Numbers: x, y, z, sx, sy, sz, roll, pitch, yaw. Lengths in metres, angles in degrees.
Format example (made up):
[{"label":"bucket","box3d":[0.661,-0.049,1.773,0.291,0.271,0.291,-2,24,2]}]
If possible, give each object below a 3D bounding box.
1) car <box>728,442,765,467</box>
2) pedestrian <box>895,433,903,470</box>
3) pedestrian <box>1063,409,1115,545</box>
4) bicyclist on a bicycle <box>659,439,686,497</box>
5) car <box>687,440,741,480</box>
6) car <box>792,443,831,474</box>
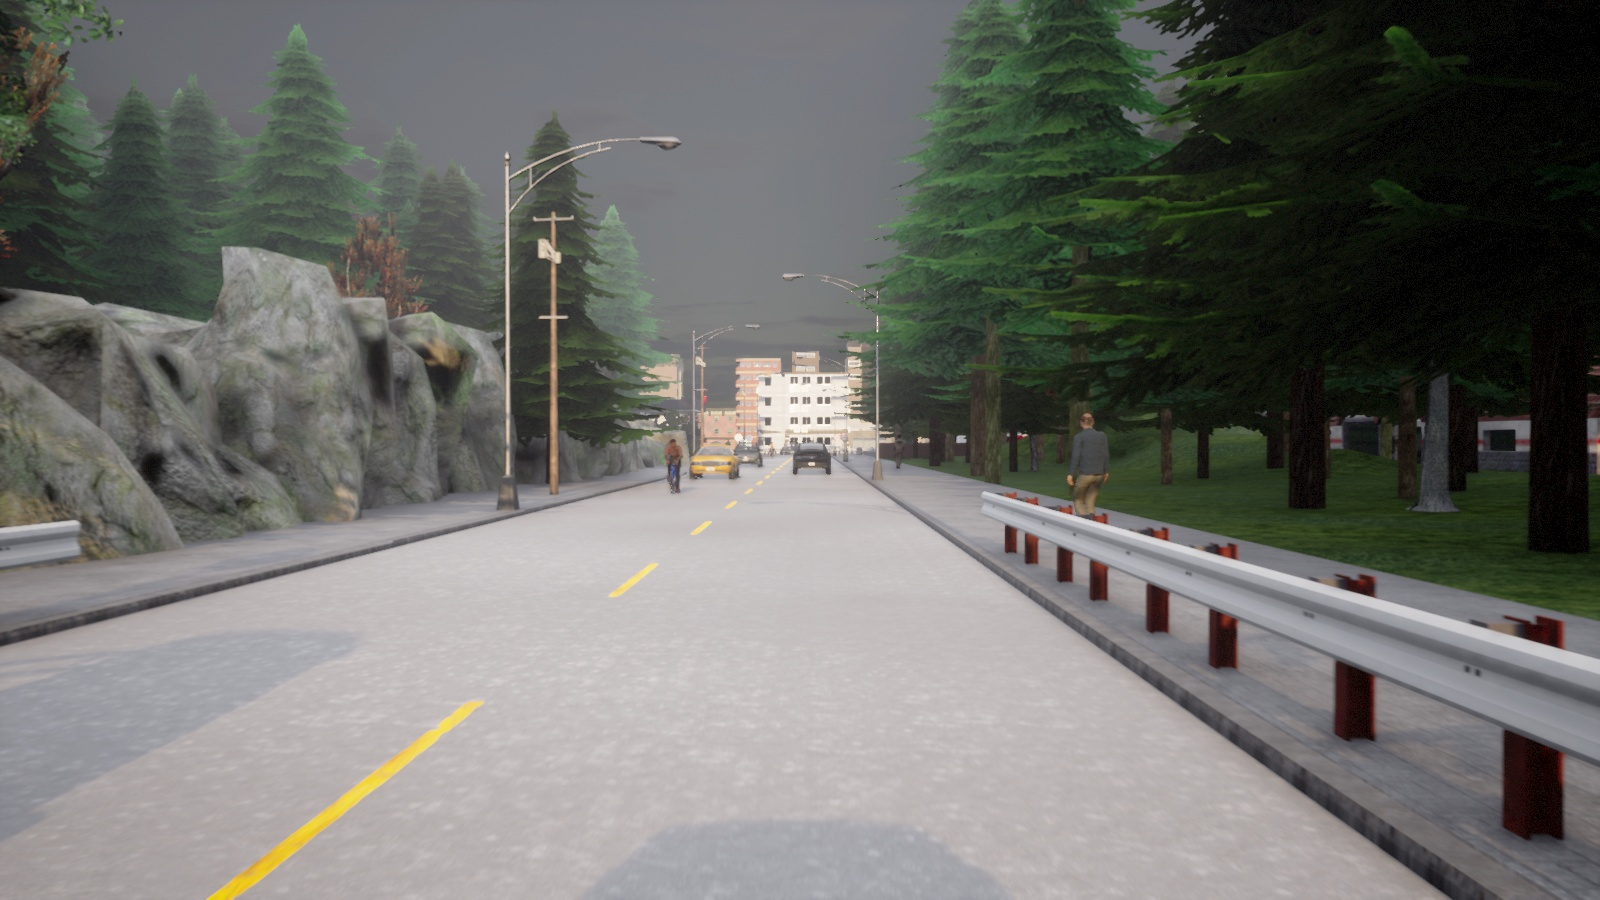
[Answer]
[{"label":"car","box3d":[-3.266,0.254,77.445,2.007,1.525,4.514,0,0,1]},{"label":"pedestrian","box3d":[5.240,0.086,66.372,0.396,1.930,0.692,0,0,8]},{"label":"pedestrian","box3d":[3.977,0.362,17.336,0.402,1.842,0.726,0,0,-15]},{"label":"bicyclist on a bicycle","box3d":[-3.667,0.492,36.224,0.582,1.620,1.656,0,1,1]},{"label":"car","box3d":[-3.516,0.390,52.148,1.801,1.575,5.366,0,0,1]},{"label":"car","box3d":[0.584,0.401,62.190,1.837,1.490,4.892,0,0,1]}]
